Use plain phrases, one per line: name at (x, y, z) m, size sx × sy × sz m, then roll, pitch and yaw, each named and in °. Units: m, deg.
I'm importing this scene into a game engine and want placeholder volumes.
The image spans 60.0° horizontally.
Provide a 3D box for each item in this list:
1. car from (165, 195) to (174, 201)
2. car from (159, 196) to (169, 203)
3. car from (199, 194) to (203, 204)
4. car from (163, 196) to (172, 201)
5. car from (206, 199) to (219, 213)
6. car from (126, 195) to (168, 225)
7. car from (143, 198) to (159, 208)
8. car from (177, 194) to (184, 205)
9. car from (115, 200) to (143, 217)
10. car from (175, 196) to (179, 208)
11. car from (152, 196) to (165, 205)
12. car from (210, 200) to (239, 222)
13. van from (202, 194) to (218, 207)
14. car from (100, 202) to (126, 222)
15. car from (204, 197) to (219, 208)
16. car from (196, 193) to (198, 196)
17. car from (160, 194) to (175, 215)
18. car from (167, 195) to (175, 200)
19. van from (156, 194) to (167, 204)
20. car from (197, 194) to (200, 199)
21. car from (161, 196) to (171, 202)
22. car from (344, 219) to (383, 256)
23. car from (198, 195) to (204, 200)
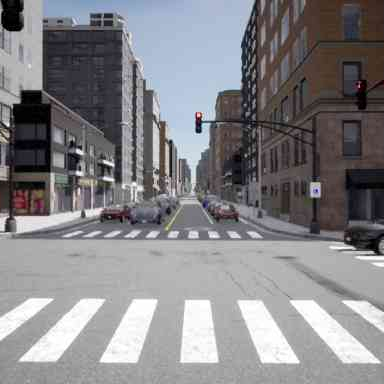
car at (-5.998, 1.603, 88.417) m, size 1.947 × 1.339 × 4.313 m, roll 1°, pitch 0°, yaw 0°
car at (-5.969, 1.609, 71.398) m, size 1.802 × 1.307 × 4.206 m, roll 1°, pitch 0°, yaw 0°
car at (2.597, 1.329, 48.714) m, size 2.192 × 1.841 × 5.009 m, roll 1°, pitch 0°, yaw 0°
car at (-5.989, 1.600, 82.744) m, size 1.947 × 1.339 × 4.313 m, roll 1°, pitch 0°, yaw 0°
car at (2.623, 1.589, 31.694) m, size 1.802 × 1.307 × 4.206 m, roll 1°, pitch 0°, yaw 0°
car at (-3.137, 1.358, 24.112) m, size 2.097 × 1.767 × 4.553 m, roll 0°, pitch 0°, yaw 0°
car at (-5.931, 1.596, 48.707) m, size 1.802 × 1.307 × 4.206 m, roll 1°, pitch 0°, yaw 0°
car at (-3.099, 1.542, 59.960) m, size 2.128 × 1.511 × 4.902 m, roll 0°, pitch 0°, yaw 0°
car at (-5.902, 1.552, 31.688) m, size 1.887 × 1.381 × 4.507 m, roll 1°, pitch 0°, yaw 0°
car at (-3.158, 1.576, 44.181) m, size 1.994 × 1.385 × 4.181 m, roll 0°, pitch 0°, yaw 1°
car at (-5.949, 1.461, 60.052) m, size 1.967 × 1.590 × 4.097 m, roll 1°, pitch 0°, yaw 0°
car at (2.633, 1.588, 26.020) m, size 1.802 × 1.307 × 4.206 m, roll 1°, pitch 0°, yaw 0°
van at (2.606, 1.353, 43.041) m, size 1.690 × 1.788 × 3.998 m, roll 1°, pitch 0°, yaw 0°
car at (-5.893, 1.551, 26.015) m, size 1.887 × 1.381 × 4.507 m, roll 1°, pitch 0°, yaw 0°
car at (2.613, 1.591, 37.367) m, size 1.802 × 1.307 × 4.206 m, roll 1°, pitch 0°, yaw 0°
car at (2.539, 1.349, 82.754) m, size 2.192 × 1.841 × 5.009 m, roll 1°, pitch 0°, yaw 0°
car at (-3.154, 1.360, 33.932) m, size 2.097 × 1.767 × 4.553 m, roll 0°, pitch 0°, yaw 0°
car at (-6.007, 1.585, 94.089) m, size 1.887 × 1.381 × 4.507 m, roll 1°, pitch 0°, yaw 0°
van at (-5.958, 1.365, 65.725) m, size 1.690 × 1.788 × 3.998 m, roll 1°, pitch 0°, yaw 0°
car at (2.556, 1.593, 71.407) m, size 1.947 × 1.339 × 4.313 m, roll 1°, pitch 0°, yaw 0°
car at (-5.979, 1.582, 77.071) m, size 2.008 × 1.369 × 4.403 m, roll 1°, pitch 0°, yaw 0°
car at (8.569, 1.578, 13.027) m, size 5.008 × 1.535 × 1.882 m, roll 1°, pitch -1°, yaw -3°
car at (2.519, 1.565, 94.271) m, size 1.752 × 1.417 × 4.829 m, roll 1°, pitch 0°, yaw 0°
